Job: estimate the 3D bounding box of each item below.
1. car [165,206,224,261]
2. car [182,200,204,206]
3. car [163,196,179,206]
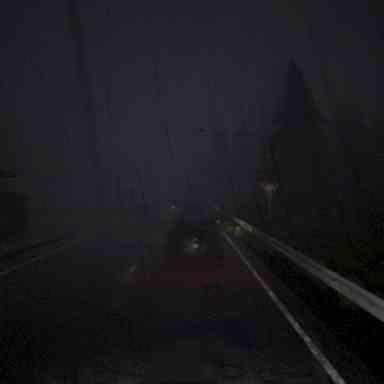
[{"bbox_3d":[0.080,1.487,12.392,1.882,1.535,5.008,0,0,0],"label":"car"},{"bbox_3d":[0.108,1.494,31.309,1.882,1.535,5.008,0,0,0],"label":"car"},{"bbox_3d":[-3.548,1.643,54.031,1.895,1.301,4.718,0,0,0],"label":"car"}]
